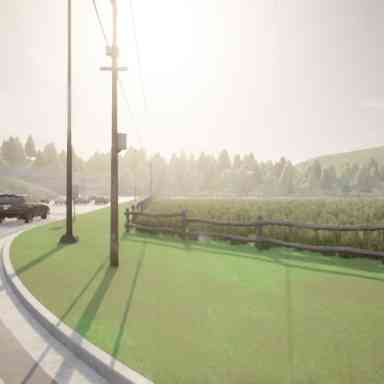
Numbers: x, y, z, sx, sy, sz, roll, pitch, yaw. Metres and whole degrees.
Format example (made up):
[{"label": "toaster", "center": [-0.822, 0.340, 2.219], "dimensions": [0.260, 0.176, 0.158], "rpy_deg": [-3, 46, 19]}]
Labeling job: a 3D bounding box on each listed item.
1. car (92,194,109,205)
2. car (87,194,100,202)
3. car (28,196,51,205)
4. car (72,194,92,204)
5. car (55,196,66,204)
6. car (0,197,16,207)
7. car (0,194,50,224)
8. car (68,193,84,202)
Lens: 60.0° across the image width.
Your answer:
[{"label": "car", "center": [-15.946, 1.447, 59.038], "dimensions": [1.837, 1.490, 4.892], "rpy_deg": [0, 0, -6]}, {"label": "car", "center": [-20.615, 1.265, 69.744], "dimensions": [1.837, 1.490, 4.892], "rpy_deg": [0, 0, -6]}, {"label": "car", "center": [-26.354, 1.483, 57.605], "dimensions": [2.033, 1.411, 5.357], "rpy_deg": [0, 0, -6]}, {"label": "car", "center": [-19.639, 1.541, 59.819], "dimensions": [1.895, 1.301, 4.718], "rpy_deg": [0, 0, -6]}, {"label": "car", "center": [-23.129, 1.463, 59.540], "dimensions": [1.812, 1.442, 4.674], "rpy_deg": [0, 0, -6]}, {"label": "car", "center": [-29.292, 1.502, 51.714], "dimensions": [1.994, 1.385, 4.181], "rpy_deg": [0, 0, -6]}, {"label": "car", "center": [-12.630, 1.192, 24.915], "dimensions": [2.150, 2.045, 5.566], "rpy_deg": [0, 0, -5]}, {"label": "car", "center": [-24.095, 1.117, 69.371], "dimensions": [2.097, 1.767, 4.553], "rpy_deg": [0, 0, -6]}]
